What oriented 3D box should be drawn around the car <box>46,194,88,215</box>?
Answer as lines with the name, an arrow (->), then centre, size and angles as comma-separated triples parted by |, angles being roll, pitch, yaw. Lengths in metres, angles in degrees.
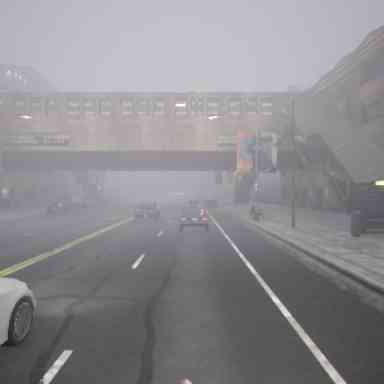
car -> -13.521, 1.273, 35.526 | 2.435, 2.045, 5.566 | 0, 0, 0

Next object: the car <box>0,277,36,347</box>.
car -> -3.392, 1.530, 3.367 | 1.812, 1.442, 4.674 | 0, 0, 0

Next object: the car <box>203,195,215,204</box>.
car -> 3.237, 1.439, 64.904 | 2.185, 1.767, 4.553 | 0, 0, 0

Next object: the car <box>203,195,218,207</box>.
car -> 3.188, 1.552, 54.129 | 2.231, 1.521, 4.892 | 0, 0, 10

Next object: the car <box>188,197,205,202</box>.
car -> 0.177, 1.601, 40.632 | 2.033, 1.411, 5.357 | 0, 0, 1

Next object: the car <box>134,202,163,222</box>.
car -> -3.378, 1.525, 26.396 | 2.128, 1.511, 4.902 | 0, 0, 0

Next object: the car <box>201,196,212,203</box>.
car -> 3.106, 1.573, 71.329 | 2.097, 1.535, 5.008 | 0, 0, 0

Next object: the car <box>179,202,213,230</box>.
car -> 0.116, 1.576, 21.170 | 2.033, 1.411, 5.357 | 0, 0, 0

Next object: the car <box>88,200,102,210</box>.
car -> -13.557, 1.649, 42.922 | 1.895, 1.301, 4.718 | 0, 0, 0
